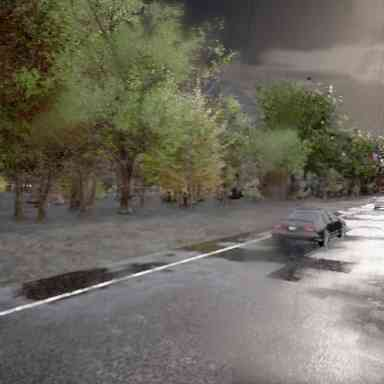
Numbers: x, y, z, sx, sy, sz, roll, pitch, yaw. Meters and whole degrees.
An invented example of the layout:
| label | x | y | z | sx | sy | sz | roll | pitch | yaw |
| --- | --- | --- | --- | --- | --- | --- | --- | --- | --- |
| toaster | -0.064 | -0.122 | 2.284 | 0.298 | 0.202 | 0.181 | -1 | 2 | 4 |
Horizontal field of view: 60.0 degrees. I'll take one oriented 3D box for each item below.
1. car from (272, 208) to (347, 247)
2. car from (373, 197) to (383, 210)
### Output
| label | x | y | z | sx | sy | sz | roll | pitch | yaw |
| --- | --- | --- | --- | --- | --- | --- | --- | --- | --- |
| car | 5.215 | 1.393 | 14.392 | 2.033 | 1.411 | 5.357 | 1 | 1 | 36 |
| car | 21.371 | 1.234 | 36.720 | 1.812 | 1.442 | 4.674 | 1 | 1 | 36 |
